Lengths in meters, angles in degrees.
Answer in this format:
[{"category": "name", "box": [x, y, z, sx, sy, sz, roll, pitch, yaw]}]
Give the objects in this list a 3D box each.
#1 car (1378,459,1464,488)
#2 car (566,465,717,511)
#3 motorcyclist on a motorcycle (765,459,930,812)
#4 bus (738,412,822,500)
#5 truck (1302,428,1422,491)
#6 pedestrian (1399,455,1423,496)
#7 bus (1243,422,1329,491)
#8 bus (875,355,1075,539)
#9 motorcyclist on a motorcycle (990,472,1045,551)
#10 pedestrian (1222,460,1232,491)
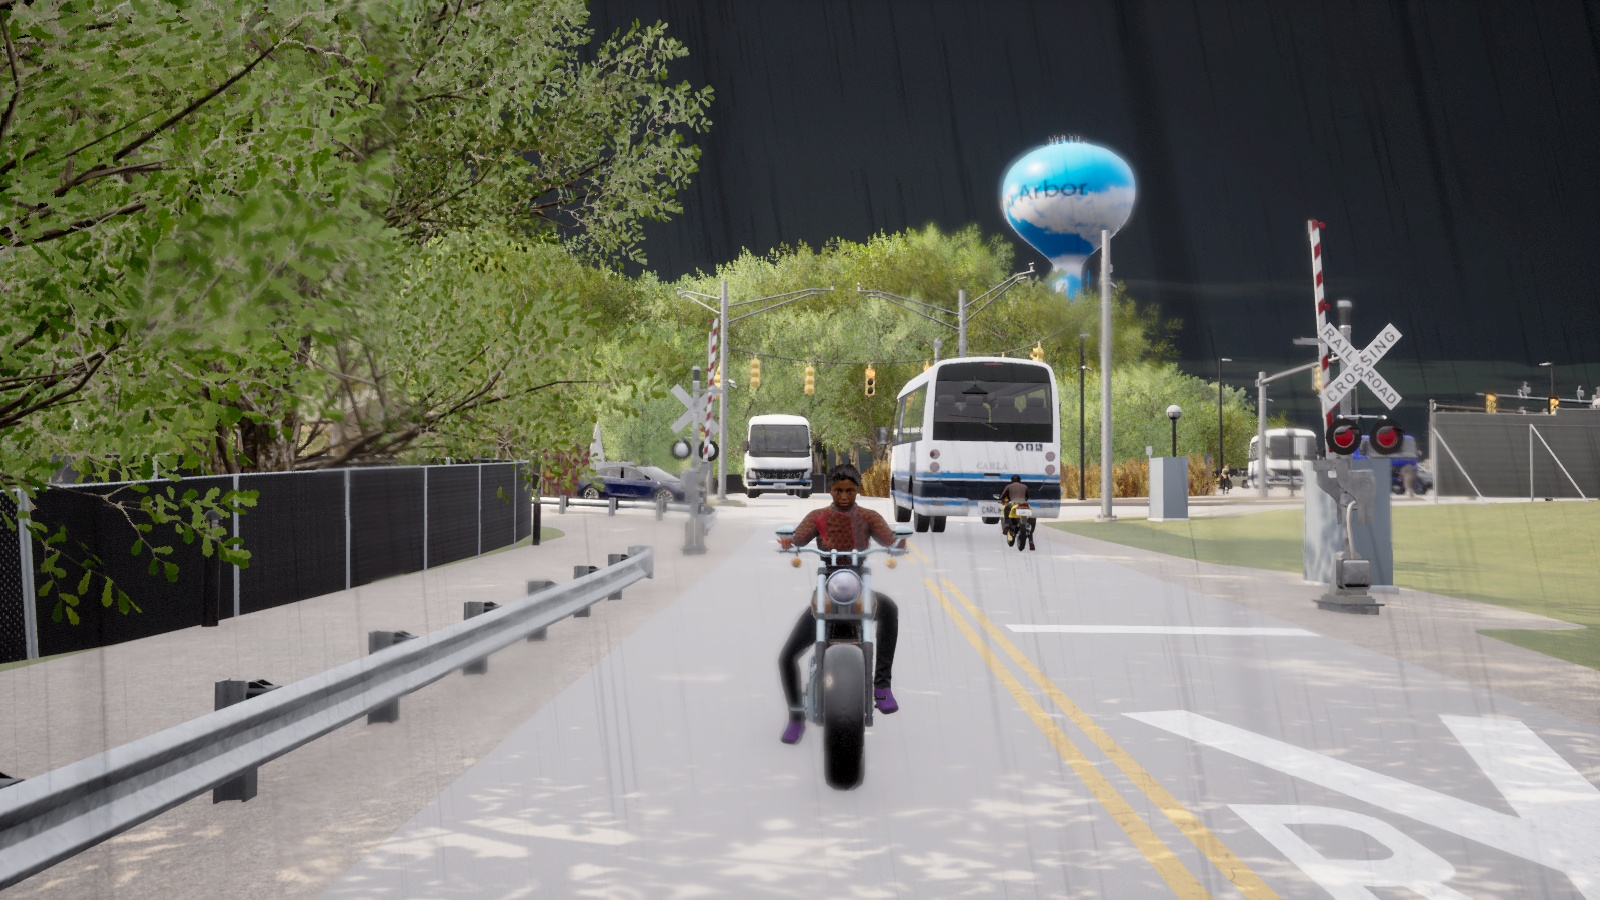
[{"category": "car", "box": [36.102, 1.366, 73.142, 2.152, 1.651, 5.027, 0, -1, -5]}, {"category": "car", "box": [-5.465, 1.299, 43.211, 4.792, 1.488, 2.163, 0, -2, 28]}, {"category": "motorcyclist on a motorcycle", "box": [0.255, 0.884, 7.056, 0.766, 1.649, 2.350, 0, -1, 2]}, {"category": "bus", "box": [-1.217, 0.368, 65.816, 3.944, 4.253, 10.273, 0, -1, -3]}, {"category": "truck", "box": [32.452, 0.593, 72.944, 2.891, 3.462, 7.936, 0, -1, -5]}, {"category": "pedestrian", "box": [29.244, 1.233, 60.139, 0.659, 1.952, 0.873, 0, -3, 0]}, {"category": "bus", "box": [33.063, 0.568, 85.931, 3.944, 4.253, 10.273, 0, -3, 12]}, {"category": "bus", "box": [4.386, -0.010, 34.388, 3.944, 4.253, 10.273, 1, -1, 0]}, {"category": "motorcyclist on a motorcycle", "box": [4.381, 1.217, 25.429, 0.797, 1.523, 2.044, 0, -1, 1]}, {"category": "pedestrian", "box": [25.529, 1.511, 75.112, 0.345, 1.836, 0.594, 0, -3, -4]}]
